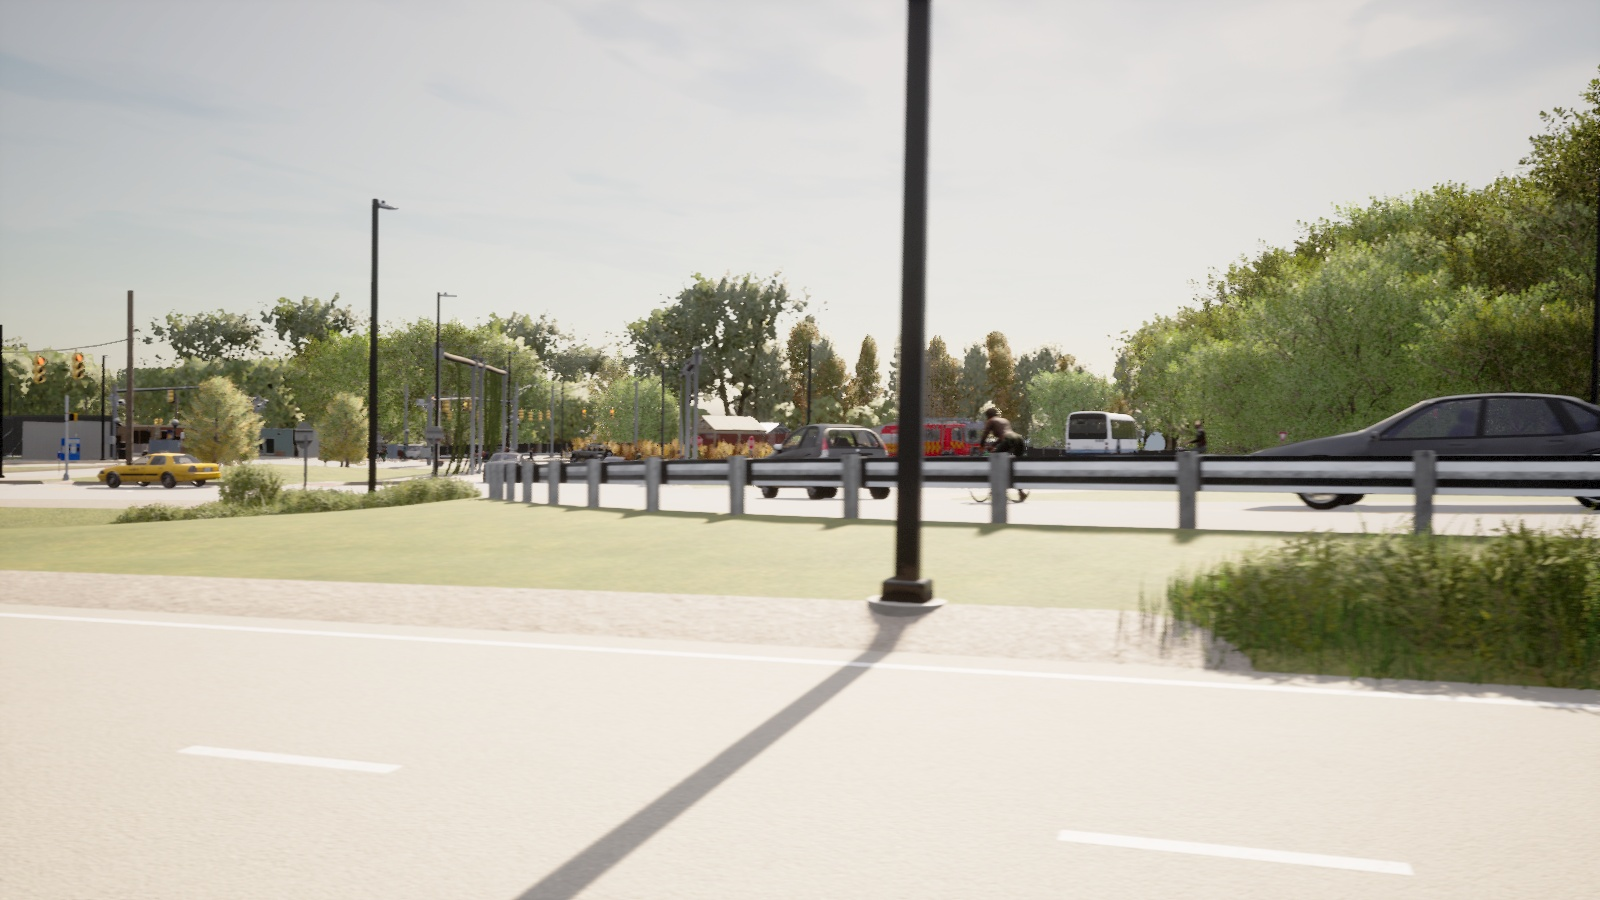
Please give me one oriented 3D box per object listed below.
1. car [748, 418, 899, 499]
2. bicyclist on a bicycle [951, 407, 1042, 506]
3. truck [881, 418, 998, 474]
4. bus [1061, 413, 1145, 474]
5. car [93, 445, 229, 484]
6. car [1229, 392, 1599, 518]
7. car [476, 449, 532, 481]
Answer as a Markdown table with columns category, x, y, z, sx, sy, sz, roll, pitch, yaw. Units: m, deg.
| category | x | y | z | sx | sy | sz | roll | pitch | yaw |
| --- | --- | --- | --- | --- | --- | --- | --- | --- | --- |
| car | 0.417 | 0.223 | 27.432 | 1.851 | 1.617 | 3.988 | 1 | -2 | -22 |
| bicyclist on a bicycle | 3.314 | 0.130 | 21.311 | 0.582 | 1.620 | 1.656 | 1 | -2 | -31 |
| truck | 9.835 | -0.278 | 89.491 | 2.891 | 3.827 | 8.468 | 1 | -1 | -41 |
| bus | 22.705 | -0.464 | 93.626 | 3.944 | 4.253 | 10.273 | 0 | 0 | 26 |
| car | -26.806 | 0.575 | 52.693 | 5.366 | 1.575 | 1.801 | 0 | 1 | 18 |
| car | 8.370 | 0.079 | 15.653 | 5.357 | 1.411 | 2.033 | -1 | -1 | 32 |
| car | -14.727 | 0.742 | 62.732 | 2.128 | 1.511 | 4.902 | 1 | -1 | -7 |
